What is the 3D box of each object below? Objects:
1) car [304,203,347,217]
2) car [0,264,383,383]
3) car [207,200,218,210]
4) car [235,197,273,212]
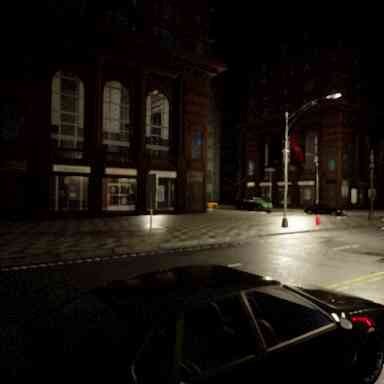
[{"bbox_3d":[14.450,1.966,36.189,1.812,1.442,4.674,1,-1,-35],"label":"car"},{"bbox_3d":[0.224,1.566,3.608,5.357,1.411,2.033,1,0,-36],"label":"car"},{"bbox_3d":[2.207,2.014,53.416,1.882,1.535,5.008,1,-1,-35],"label":"car"},{"bbox_3d":[8.286,1.711,44.863,2.150,2.045,5.566,1,-1,-36],"label":"car"}]
